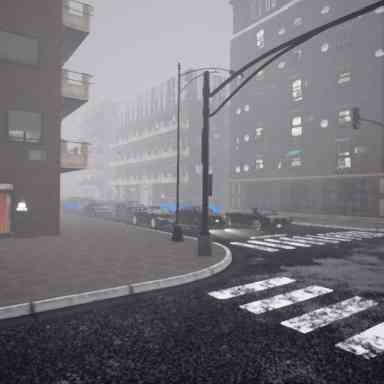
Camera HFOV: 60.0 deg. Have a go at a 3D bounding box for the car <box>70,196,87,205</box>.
[{"bbox_3d":[-21.426,1.603,62.887,1.967,1.590,4.097,1,-1,-35],"label":"car"}]

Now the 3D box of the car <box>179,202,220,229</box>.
[{"bbox_3d":[0.388,1.579,21.845,1.994,1.385,4.181,1,-1,-35],"label":"car"}]

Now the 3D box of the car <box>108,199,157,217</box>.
[{"bbox_3d":[-5.517,1.526,30.381,2.128,1.511,4.902,1,-1,-35],"label":"car"}]

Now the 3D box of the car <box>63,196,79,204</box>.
[{"bbox_3d":[-24.610,1.611,67.487,1.967,1.590,4.097,1,-1,-35],"label":"car"}]

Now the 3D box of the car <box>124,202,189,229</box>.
[{"bbox_3d":[-2.440,1.538,21.600,2.008,1.369,4.403,1,-1,-35],"label":"car"}]

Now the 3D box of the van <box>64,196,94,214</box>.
[{"bbox_3d":[-11.989,1.359,35.403,1.690,1.788,3.998,1,-1,-35],"label":"van"}]

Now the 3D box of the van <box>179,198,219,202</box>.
[{"bbox_3d":[0.858,1.436,30.686,1.690,1.788,3.998,1,-1,-35],"label":"van"}]

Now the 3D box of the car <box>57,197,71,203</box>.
[{"bbox_3d":[-27.794,1.724,72.087,1.887,1.381,4.507,1,-1,-35],"label":"car"}]

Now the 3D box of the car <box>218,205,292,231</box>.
[{"bbox_3d":[3.924,1.642,20.964,1.895,1.301,4.718,1,-1,-29],"label":"car"}]

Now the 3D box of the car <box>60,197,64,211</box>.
[{"bbox_3d":[-15.174,1.579,40.001,2.008,1.369,4.403,1,-1,-35],"label":"car"}]

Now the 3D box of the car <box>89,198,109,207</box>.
[{"bbox_3d":[-15.061,1.727,53.685,1.802,1.307,4.206,1,-1,-35],"label":"car"}]

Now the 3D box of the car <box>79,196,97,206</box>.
[{"bbox_3d":[-18.243,1.594,58.287,1.967,1.590,4.097,1,-1,-35],"label":"car"}]

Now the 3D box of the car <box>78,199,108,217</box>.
[{"bbox_3d":[-8.807,1.590,30.801,1.802,1.307,4.206,1,-1,-35],"label":"car"}]

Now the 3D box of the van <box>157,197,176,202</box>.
[{"bbox_3d":[-2.326,1.446,35.286,1.690,1.788,3.998,1,-1,-35],"label":"van"}]
